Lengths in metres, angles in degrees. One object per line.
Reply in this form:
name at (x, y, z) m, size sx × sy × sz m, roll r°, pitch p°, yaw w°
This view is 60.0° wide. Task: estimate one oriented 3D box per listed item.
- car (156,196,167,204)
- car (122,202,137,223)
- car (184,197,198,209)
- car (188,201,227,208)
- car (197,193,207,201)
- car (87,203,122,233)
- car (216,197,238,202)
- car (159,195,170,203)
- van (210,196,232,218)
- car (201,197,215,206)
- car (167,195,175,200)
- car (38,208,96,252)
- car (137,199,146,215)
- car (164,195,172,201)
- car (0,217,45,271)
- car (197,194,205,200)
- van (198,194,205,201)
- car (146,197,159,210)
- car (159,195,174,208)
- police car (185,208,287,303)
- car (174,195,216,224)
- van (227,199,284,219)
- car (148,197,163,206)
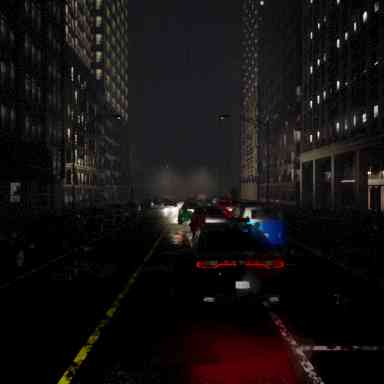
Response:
car at (-5.853, 1.565, 65.090) m, size 1.802 × 1.307 × 4.206 m, roll -1°, pitch 0°, yaw 0°
car at (-5.759, 1.545, 25.305) m, size 2.008 × 1.369 × 4.403 m, roll -1°, pitch 0°, yaw 0°
car at (-0.086, 1.514, 46.325) m, size 1.812 × 1.442 × 4.674 m, roll 0°, pitch 0°, yaw 0°
car at (0.856, 1.473, 18.300) m, size 1.882 × 1.535 × 5.008 m, roll 0°, pitch 0°, yaw 0°
car at (2.484, 1.293, 82.162) m, size 2.192 × 1.841 × 5.009 m, roll -1°, pitch 0°, yaw 0°
car at (-5.744, 1.540, 19.621) m, size 1.887 × 1.381 × 4.507 m, roll -1°, pitch 0°, yaw 0°
car at (2.620, 1.309, 25.325) m, size 2.192 × 1.841 × 5.009 m, roll -1°, pitch 0°, yaw 0°
car at (-5.868, 1.421, 70.774) m, size 1.967 × 1.590 × 4.097 m, roll -1°, pitch 0°, yaw 0°
van at (2.607, 1.334, 31.009) m, size 1.690 × 1.788 × 3.998 m, roll -1°, pitch 0°, yaw 0°
car at (2.555, 1.537, 53.743) m, size 2.008 × 1.369 × 4.403 m, roll -1°, pitch 0°, yaw 0°
car at (-5.922, 1.539, 93.509) m, size 1.947 × 1.339 × 4.313 m, roll -1°, pitch 0°, yaw 0°
car at (-5.731, 1.563, 13.938) m, size 1.947 × 1.339 × 4.313 m, roll -1°, pitch 0°, yaw 0°
car at (-5.771, 1.575, 30.989) m, size 1.802 × 1.307 × 4.206 m, roll -1°, pitch 0°, yaw 0°
car at (-5.894, 1.503, 81.972) m, size 1.752 × 1.417 × 4.829 m, roll -1°, pitch 0°, yaw 0°
car at (-5.717, 1.549, 8.254) m, size 2.008 × 1.369 × 4.403 m, roll -1°, pitch 0°, yaw 0°
car at (2.458, 1.413, 93.529) m, size 1.967 × 1.590 × 4.097 m, roll -1°, pitch 0°, yaw 0°
van at (2.471, 1.317, 87.845) m, size 1.690 × 1.788 × 3.998 m, roll -1°, pitch 0°, yaw 0°
car at (-5.799, 1.541, 42.356) m, size 2.008 × 1.369 × 4.403 m, roll -1°, pitch 0°, yaw 0°
car at (-3.116, 1.479, 48.432) m, size 2.128 × 1.511 × 4.902 m, roll 0°, pitch 0°, yaw 0°
police car at (0.880, 1.423, 8.410) m, size 1.930 × 1.638 × 5.238 m, roll 0°, pitch 0°, yaw 0°
car at (0.325, 1.346, 24.395) m, size 2.097 × 1.767 × 4.553 m, roll 0°, pitch 0°, yaw 8°
van at (2.648, 1.338, 13.958) m, size 1.690 × 1.788 × 3.998 m, roll -1°, pitch 0°, yaw 0°
car at (-5.826, 1.537, 53.723) m, size 2.008 × 1.369 × 4.403 m, roll -1°, pitch 0°, yaw 0°
